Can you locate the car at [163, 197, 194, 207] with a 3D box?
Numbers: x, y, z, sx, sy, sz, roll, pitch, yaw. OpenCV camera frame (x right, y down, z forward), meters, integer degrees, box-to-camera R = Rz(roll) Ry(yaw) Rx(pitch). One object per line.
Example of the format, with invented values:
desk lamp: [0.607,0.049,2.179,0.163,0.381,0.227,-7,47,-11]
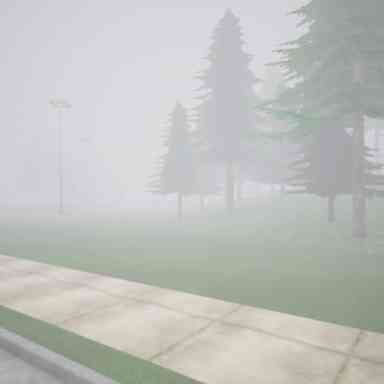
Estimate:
car: [-2.274,1.868,57.615,1.895,1.301,4.718,-1,0,37]

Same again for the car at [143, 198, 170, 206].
car: [-6.776,1.868,63.353,2.033,1.411,5.357,-1,0,37]

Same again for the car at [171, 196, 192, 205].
car: [-2.122,1.665,69.775,2.097,1.767,4.553,-1,0,36]

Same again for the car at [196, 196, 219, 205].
car: [3.529,1.619,65.643,2.097,1.767,4.553,-1,0,36]

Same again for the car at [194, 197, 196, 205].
car: [0.704,1.646,67.709,2.097,1.767,4.553,-1,0,36]

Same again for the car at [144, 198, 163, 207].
car: [-5.519,1.842,59.133,2.033,1.411,5.357,-1,0,37]
